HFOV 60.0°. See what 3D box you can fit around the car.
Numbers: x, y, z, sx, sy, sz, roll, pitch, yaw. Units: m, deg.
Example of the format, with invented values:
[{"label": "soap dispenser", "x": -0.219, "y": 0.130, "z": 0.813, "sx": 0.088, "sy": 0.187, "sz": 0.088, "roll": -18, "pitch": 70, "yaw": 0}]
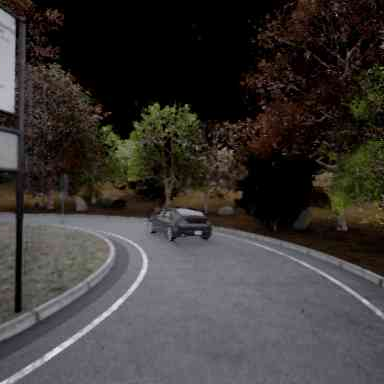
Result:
[{"label": "car", "x": -0.740, "y": 1.453, "z": 16.210, "sx": 1.837, "sy": 1.490, "sz": 4.892, "roll": 2, "pitch": -1, "yaw": -24}]
